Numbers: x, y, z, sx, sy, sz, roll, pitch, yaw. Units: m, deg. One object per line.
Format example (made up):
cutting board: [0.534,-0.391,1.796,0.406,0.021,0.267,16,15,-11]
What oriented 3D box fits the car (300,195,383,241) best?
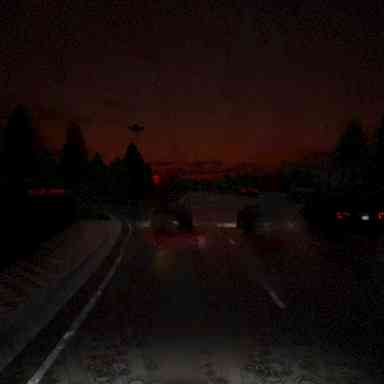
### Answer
car: [7.097,1.138,16.297,2.150,2.045,5.566,0,0,0]

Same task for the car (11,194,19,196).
car: [-38.726,1.143,73.599,4.902,1.511,2.128,0,0,40]

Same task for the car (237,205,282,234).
car: [3.596,1.432,18.240,1.812,1.442,4.674,0,0,0]

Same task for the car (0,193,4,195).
car: [-46.621,1.038,80.306,4.674,1.442,1.812,0,0,40]

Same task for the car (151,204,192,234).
car: [-1.238,1.382,18.692,1.882,1.535,5.008,0,0,-10]
